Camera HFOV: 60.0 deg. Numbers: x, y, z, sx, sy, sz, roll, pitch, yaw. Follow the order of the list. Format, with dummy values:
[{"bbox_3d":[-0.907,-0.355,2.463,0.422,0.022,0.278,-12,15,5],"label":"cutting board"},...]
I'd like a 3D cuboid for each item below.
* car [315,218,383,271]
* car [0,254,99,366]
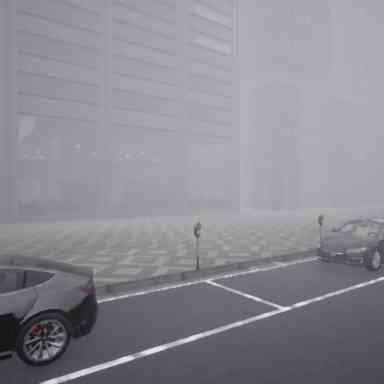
[{"bbox_3d":[5.794,1.549,10.785,4.403,1.369,2.008,0,0,-35],"label":"car"},{"bbox_3d":[-3.390,1.565,4.234,4.313,1.339,1.947,0,0,-35],"label":"car"}]
